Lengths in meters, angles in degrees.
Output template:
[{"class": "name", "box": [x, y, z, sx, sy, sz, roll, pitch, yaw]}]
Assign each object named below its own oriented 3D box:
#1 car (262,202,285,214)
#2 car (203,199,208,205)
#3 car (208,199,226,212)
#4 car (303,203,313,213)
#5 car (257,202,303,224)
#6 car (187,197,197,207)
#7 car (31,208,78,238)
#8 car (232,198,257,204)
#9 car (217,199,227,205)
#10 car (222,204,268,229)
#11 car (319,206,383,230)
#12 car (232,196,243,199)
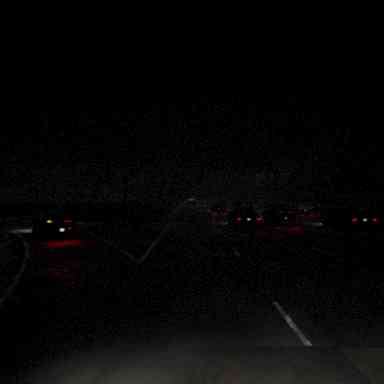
[{"class": "car", "box": [10.586, 2.065, 43.553, 1.895, 1.301, 4.718, 0, -1, 0]}, {"class": "car", "box": [3.475, 2.356, 78.229, 2.128, 1.511, 4.902, 0, -1, 0]}, {"class": "car", "box": [3.585, 2.022, 46.580, 1.812, 1.442, 4.674, 0, -1, 0]}, {"class": "car", "box": [14.086, 2.064, 43.555, 1.895, 1.301, 4.718, 0, -1, 0]}, {"class": "car", "box": [7.091, 1.786, 27.481, 2.128, 1.511, 4.902, 0, -1, 0]}, {"class": "car", "box": [-0.022, 2.227, 67.812, 2.128, 1.511, 4.902, 0, -1, 0]}, {"class": "car", "box": [-7.939, 1.712, 19.096, 1.837, 1.490, 4.892, 1, -1, -32]}, {"class": "car", "box": [7.085, 1.978, 45.645, 2.128, 1.511, 4.902, 0, -1, 0]}, {"class": "car", "box": [6.975, 2.383, 78.230, 1.994, 1.385, 4.181, 0, -1, 0]}, {"class": "car", "box": [3.591, 1.800, 23.525, 2.033, 1.411, 5.357, 0, -1, 0]}, {"class": "car", "box": [10.592, 1.793, 22.860, 2.033, 1.411, 5.357, 0, -1, 0]}, {"class": "car", "box": [10.476, 2.034, 76.181, 2.150, 2.045, 5.566, 0, -1, 0]}]
